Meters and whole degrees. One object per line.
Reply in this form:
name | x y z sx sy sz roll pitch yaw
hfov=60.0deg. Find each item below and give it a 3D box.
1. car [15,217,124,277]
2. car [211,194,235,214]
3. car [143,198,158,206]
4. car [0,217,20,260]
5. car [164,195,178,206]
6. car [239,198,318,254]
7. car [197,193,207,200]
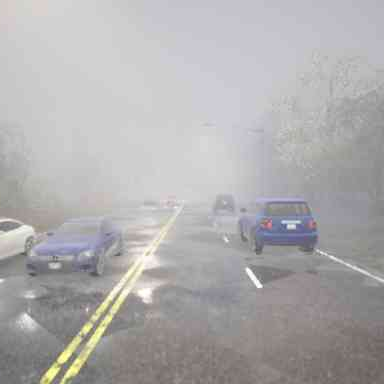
car | -3.348 1.552 10.450 1.812 1.442 4.674 0 0 0
car | 3.353 1.239 36.082 2.150 2.045 5.566 0 0 1
car | -6.552 1.597 52.788 1.895 1.301 4.718 0 0 1
car | -6.598 1.552 10.451 1.812 1.442 4.674 0 0 0
car | -3.300 1.348 53.260 2.097 1.767 4.553 0 0 0
car | 3.343 1.250 13.850 2.150 2.045 5.566 0 0 0
car | 3.264 1.406 93.047 2.128 1.511 4.902 0 0 0
